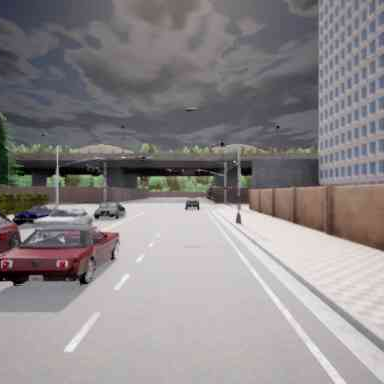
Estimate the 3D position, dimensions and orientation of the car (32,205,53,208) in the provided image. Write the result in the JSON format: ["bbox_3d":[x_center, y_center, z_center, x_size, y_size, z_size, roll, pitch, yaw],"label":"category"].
[{"bbox_3d":[-10.555,1.613,23.552,1.895,1.301,4.718,0,0,1],"label":"car"}]

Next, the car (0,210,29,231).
[{"bbox_3d":[-7.097,1.357,9.851,2.097,1.767,4.553,0,0,0],"label":"car"}]

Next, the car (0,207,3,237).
[{"bbox_3d":[-10.593,1.499,14.329,2.128,1.511,4.902,0,0,0],"label":"car"}]

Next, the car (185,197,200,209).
[{"bbox_3d":[0.067,1.501,44.677,1.837,1.490,4.892,0,1,0],"label":"car"}]

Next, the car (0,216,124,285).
[{"bbox_3d":[-3.403,1.606,9.493,1.895,1.301,4.718,0,0,0],"label":"car"}]

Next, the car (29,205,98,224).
[{"bbox_3d":[-7.082,1.611,18.833,1.895,1.301,4.718,0,0,0],"label":"car"}]

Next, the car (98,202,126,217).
[{"bbox_3d":[-7.006,1.579,28.880,1.994,1.385,4.181,0,0,0],"label":"car"}]
